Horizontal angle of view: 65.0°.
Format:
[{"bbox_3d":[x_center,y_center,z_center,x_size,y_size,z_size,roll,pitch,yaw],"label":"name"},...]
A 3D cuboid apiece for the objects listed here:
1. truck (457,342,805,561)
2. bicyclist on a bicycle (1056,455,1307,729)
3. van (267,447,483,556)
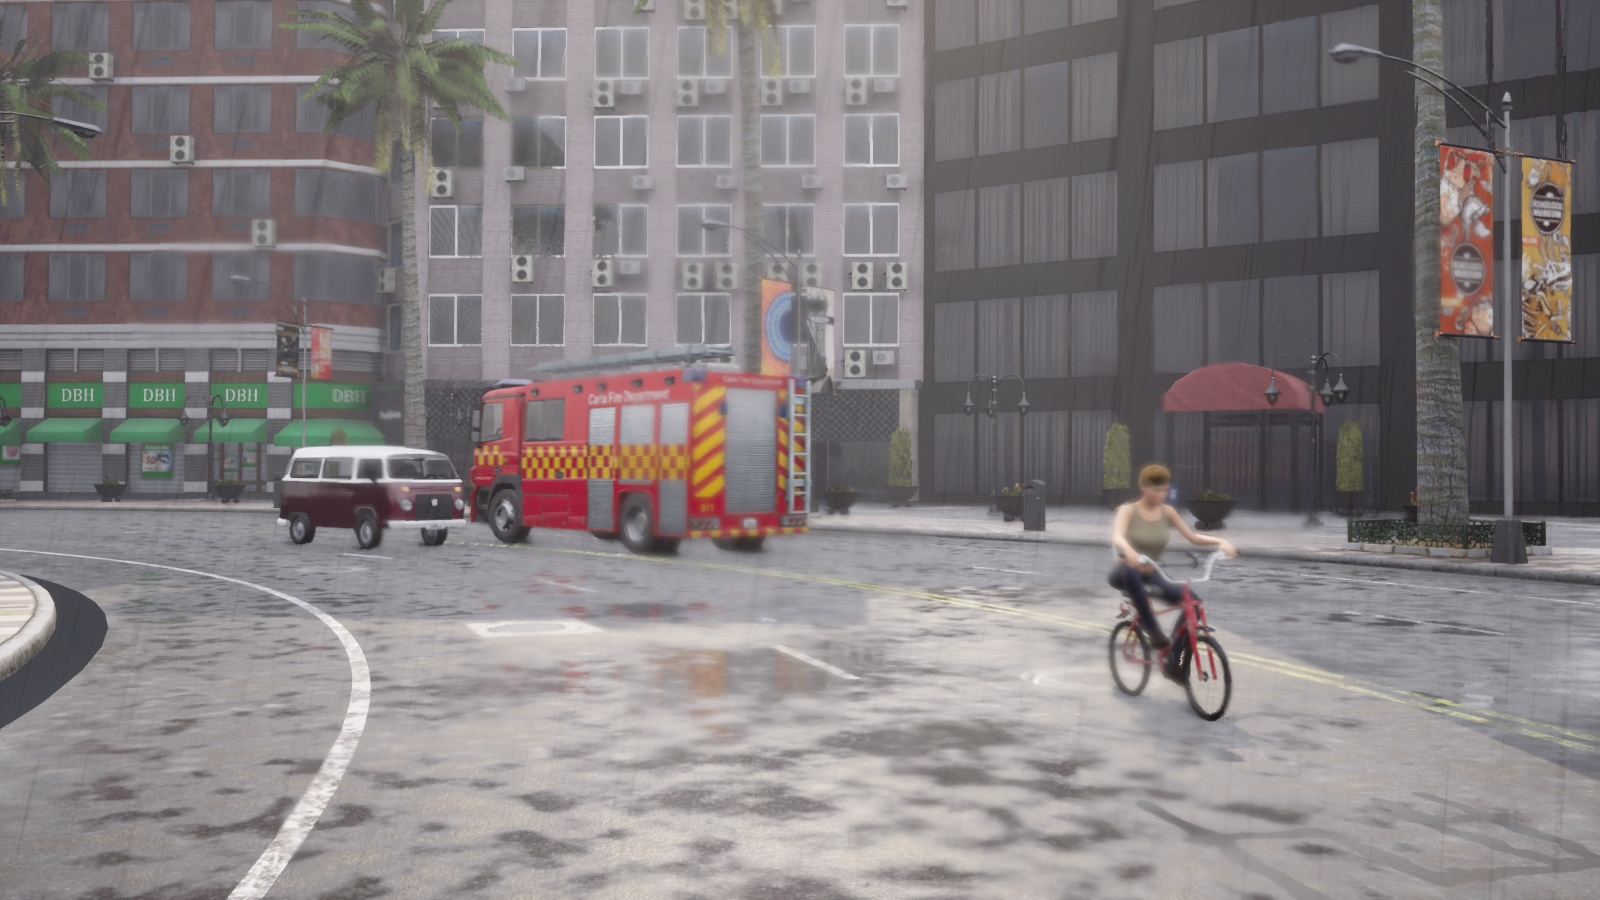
[{"bbox_3d":[-3.801,0.101,25.994,2.891,3.827,8.468,1,-1,-42],"label":"truck"},{"bbox_3d":[2.452,0.878,8.285,0.866,1.612,1.509,-1,-3,-15],"label":"bicyclist on a bicycle"},{"bbox_3d":[-8.751,1.003,25.695,4.480,2.038,2.069,-1,-1,38],"label":"van"}]
